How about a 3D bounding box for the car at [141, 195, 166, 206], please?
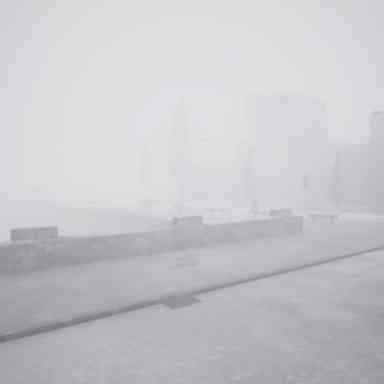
[{"bbox_3d":[-5.366,1.090,45.711,1.812,1.442,4.674,-1,1,-36],"label":"car"}]
